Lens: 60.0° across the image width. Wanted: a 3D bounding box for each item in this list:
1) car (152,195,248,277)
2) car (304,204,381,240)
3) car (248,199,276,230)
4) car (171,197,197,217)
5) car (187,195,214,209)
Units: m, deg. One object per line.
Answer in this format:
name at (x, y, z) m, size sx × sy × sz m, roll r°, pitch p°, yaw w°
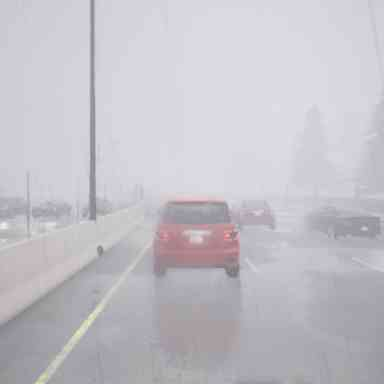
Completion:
car at (0.107, 1.131, 10.107) m, size 2.150 × 2.045 × 5.566 m, roll 0°, pitch 1°, yaw 0°
car at (7.066, 1.338, 16.175) m, size 1.882 × 1.535 × 5.008 m, roll 0°, pitch 0°, yaw -1°
car at (3.443, 1.176, 19.941) m, size 2.097 × 1.767 × 4.553 m, roll 0°, pitch 0°, yaw -2°
car at (-0.784, 1.219, 29.126) m, size 1.882 × 1.535 × 5.008 m, roll 0°, pitch 0°, yaw -6°
car at (0.947, 1.142, 39.604) m, size 2.128 × 1.511 × 4.902 m, roll 0°, pitch 1°, yaw -12°
